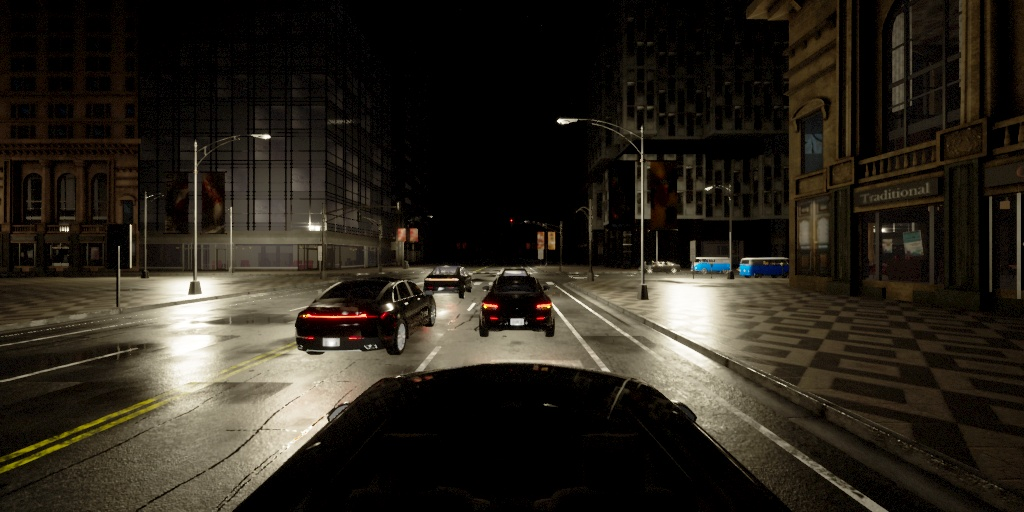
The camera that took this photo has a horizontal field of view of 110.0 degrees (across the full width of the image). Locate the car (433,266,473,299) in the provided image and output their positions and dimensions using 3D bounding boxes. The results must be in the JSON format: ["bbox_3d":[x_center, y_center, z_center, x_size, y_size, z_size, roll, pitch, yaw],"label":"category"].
[{"bbox_3d":[-3.104,1.241,18.067,2.128,1.511,4.902,0,0,0],"label":"car"}]

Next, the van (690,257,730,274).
[{"bbox_3d":[21.604,1.042,38.857,3.998,1.789,1.690,0,0,0],"label":"van"}]

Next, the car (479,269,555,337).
[{"bbox_3d":[0.124,1.276,10.147,1.812,1.442,4.674,0,0,0],"label":"car"}]

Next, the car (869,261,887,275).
[{"bbox_3d":[32.781,1.251,30.251,4.207,1.307,1.802,0,0,0],"label":"car"}]

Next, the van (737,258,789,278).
[{"bbox_3d":[21.544,1.032,30.332,3.998,1.789,1.690,0,0,0],"label":"van"}]

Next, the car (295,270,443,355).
[{"bbox_3d":[-3.133,1.255,8.652,1.837,1.490,4.892,0,0,0],"label":"car"}]

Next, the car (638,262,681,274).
[{"bbox_3d":[15.985,1.263,38.898,4.403,1.370,2.007,0,0,0],"label":"car"}]
